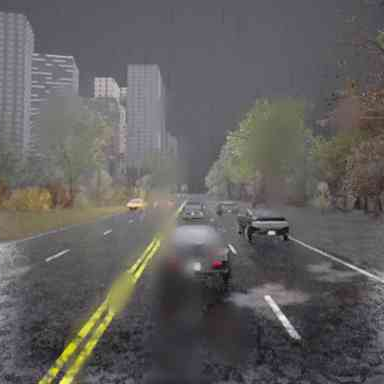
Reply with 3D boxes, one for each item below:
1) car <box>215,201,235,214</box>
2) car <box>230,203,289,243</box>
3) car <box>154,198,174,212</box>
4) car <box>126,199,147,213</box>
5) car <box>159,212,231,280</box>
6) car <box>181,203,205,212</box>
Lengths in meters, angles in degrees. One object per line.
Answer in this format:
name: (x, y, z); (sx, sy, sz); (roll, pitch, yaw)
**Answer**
car: (3.361, 1.569, 32.179); (2.128, 1.511, 4.902); (0, -1, 0)
car: (3.347, 1.516, 16.375); (2.128, 1.511, 4.902); (0, 0, 0)
car: (-3.336, 1.477, 39.968); (2.097, 1.767, 4.553); (0, 0, 0)
car: (-6.587, 1.605, 39.880); (1.882, 1.535, 5.008); (0, 0, 0)
car: (0.088, 1.562, 9.964); (1.812, 1.442, 4.674); (0, 0, 0)
car: (0.083, 1.564, 26.431); (2.033, 1.411, 5.357); (-1, 1, 0)
